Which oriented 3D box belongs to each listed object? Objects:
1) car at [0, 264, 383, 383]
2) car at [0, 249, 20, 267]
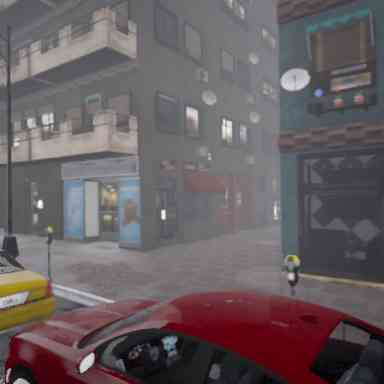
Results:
[{"bbox_3d":[0.201,1.538,2.748,4.507,1.381,1.887,0,-1,36],"label":"car"},{"bbox_3d":[-4.435,1.492,6.054,4.829,1.417,1.752,0,-1,36],"label":"car"}]
